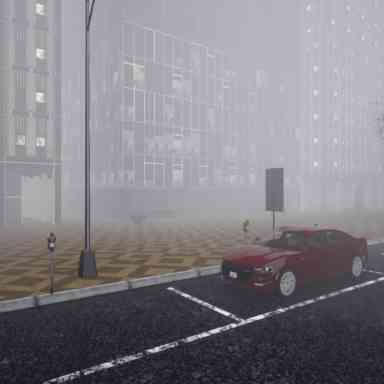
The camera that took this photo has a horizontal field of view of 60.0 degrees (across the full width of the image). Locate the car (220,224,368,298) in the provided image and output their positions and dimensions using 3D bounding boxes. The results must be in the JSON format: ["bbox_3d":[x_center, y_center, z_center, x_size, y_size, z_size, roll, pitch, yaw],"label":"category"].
[{"bbox_3d":[2.719,1.545,8.501,4.507,1.381,1.887,0,0,-36],"label":"car"}]
